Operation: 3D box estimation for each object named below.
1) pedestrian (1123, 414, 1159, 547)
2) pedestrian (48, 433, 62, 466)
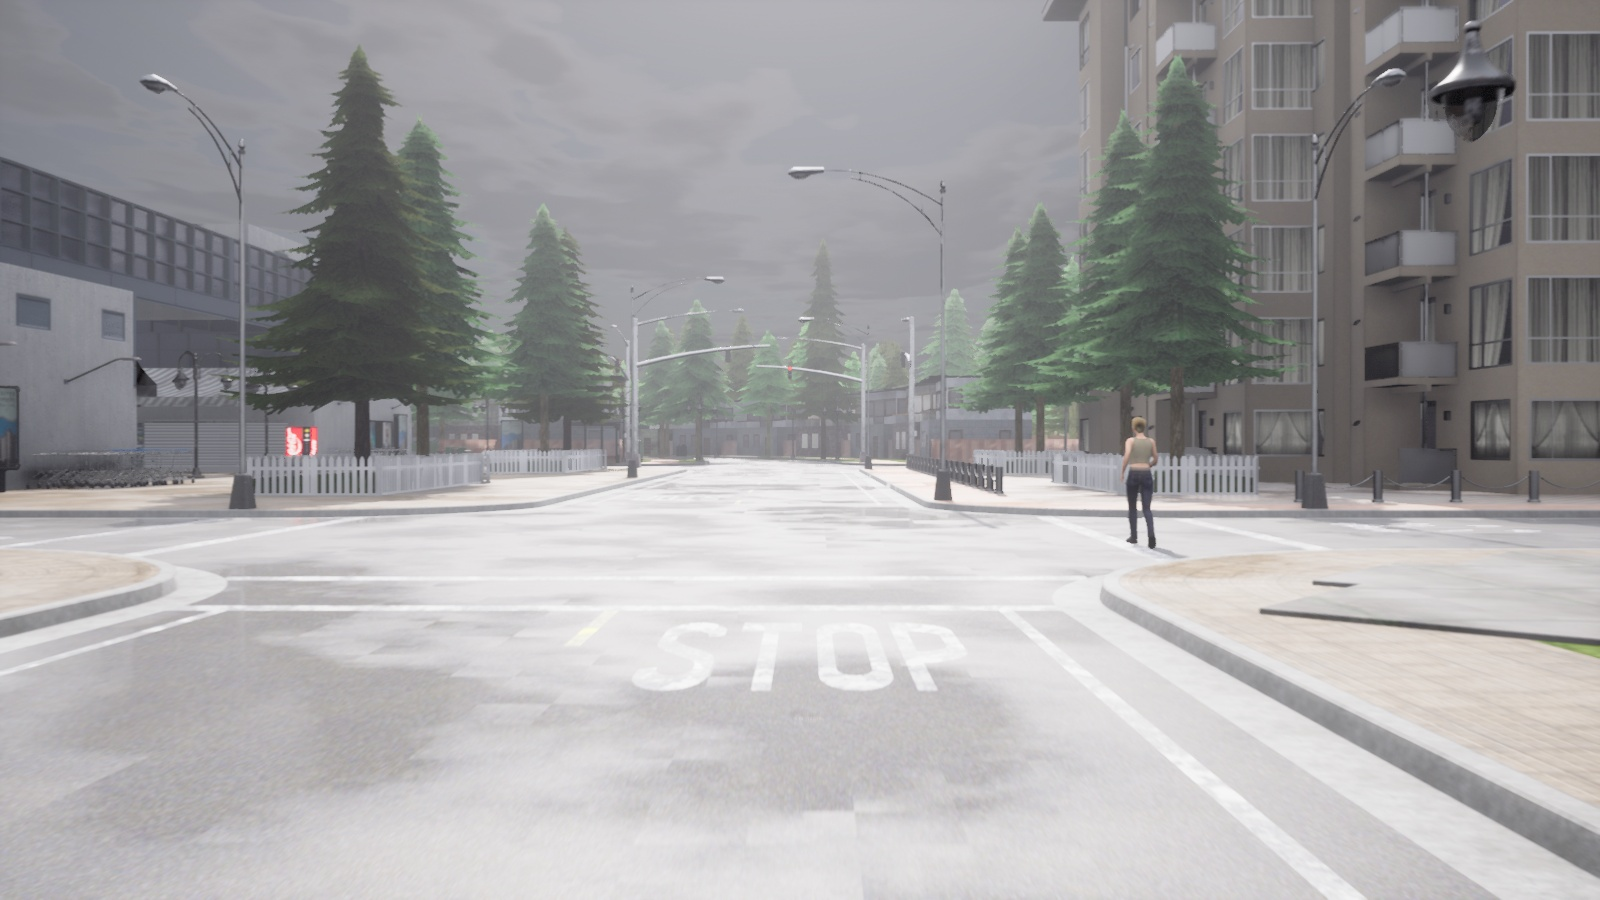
[{"bbox_3d":[4.789,0.418,17.661,0.345,1.836,0.594,0,0,1],"label":"pedestrian"},{"bbox_3d":[-42.204,-0.043,71.124,0.594,1.836,0.345,0,0,0],"label":"pedestrian"}]
